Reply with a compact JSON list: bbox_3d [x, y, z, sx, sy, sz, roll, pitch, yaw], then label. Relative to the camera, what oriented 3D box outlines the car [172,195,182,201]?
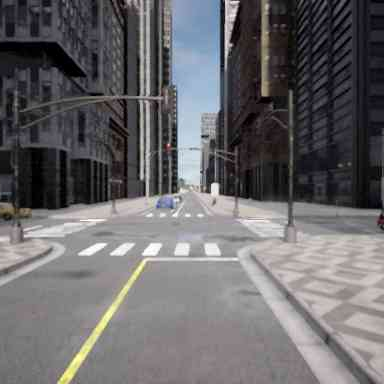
[{"bbox_3d":[-3.012,1.224,69.814,1.895,1.301,4.718,0,0,0],"label":"car"}]

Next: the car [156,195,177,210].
[{"bbox_3d":[-3.098,1.291,39.161,1.882,1.535,5.008,0,0,0],"label":"car"}]

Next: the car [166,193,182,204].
[{"bbox_3d":[-3.066,1.344,54.877,1.895,1.301,4.718,0,0,1],"label":"car"}]

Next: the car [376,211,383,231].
[{"bbox_3d":[11.892,1.307,17.042,4.097,1.590,1.967,0,0,0],"label":"car"}]

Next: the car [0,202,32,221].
[{"bbox_3d":[-15.021,1.449,25.726,4.829,1.417,1.752,0,0,0],"label":"car"}]
